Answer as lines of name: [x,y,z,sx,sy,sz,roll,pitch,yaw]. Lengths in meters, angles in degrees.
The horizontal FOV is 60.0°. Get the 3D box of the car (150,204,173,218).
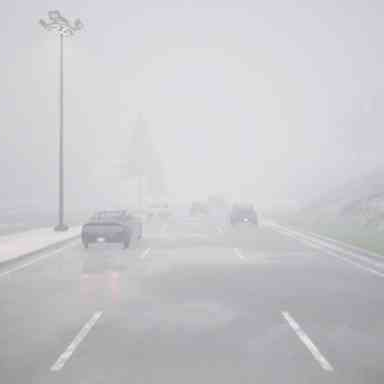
car: [-2.969,1.755,31.767,1.895,1.301,4.718,0,0,4]

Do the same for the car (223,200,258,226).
car: [3.657,1.625,24.707,1.837,1.490,4.892,0,0,1]

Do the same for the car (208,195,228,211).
car: [3.413,1.436,44.264,2.150,2.045,5.566,0,0,16]

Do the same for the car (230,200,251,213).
car: [5.904,1.759,40.094,1.994,1.385,4.181,0,0,16]

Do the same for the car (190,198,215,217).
car: [0.929,1.670,34.088,1.837,1.490,4.892,0,0,9]

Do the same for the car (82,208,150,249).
car: [-3.403,1.564,14.850,2.128,1.511,4.902,0,0,0]
